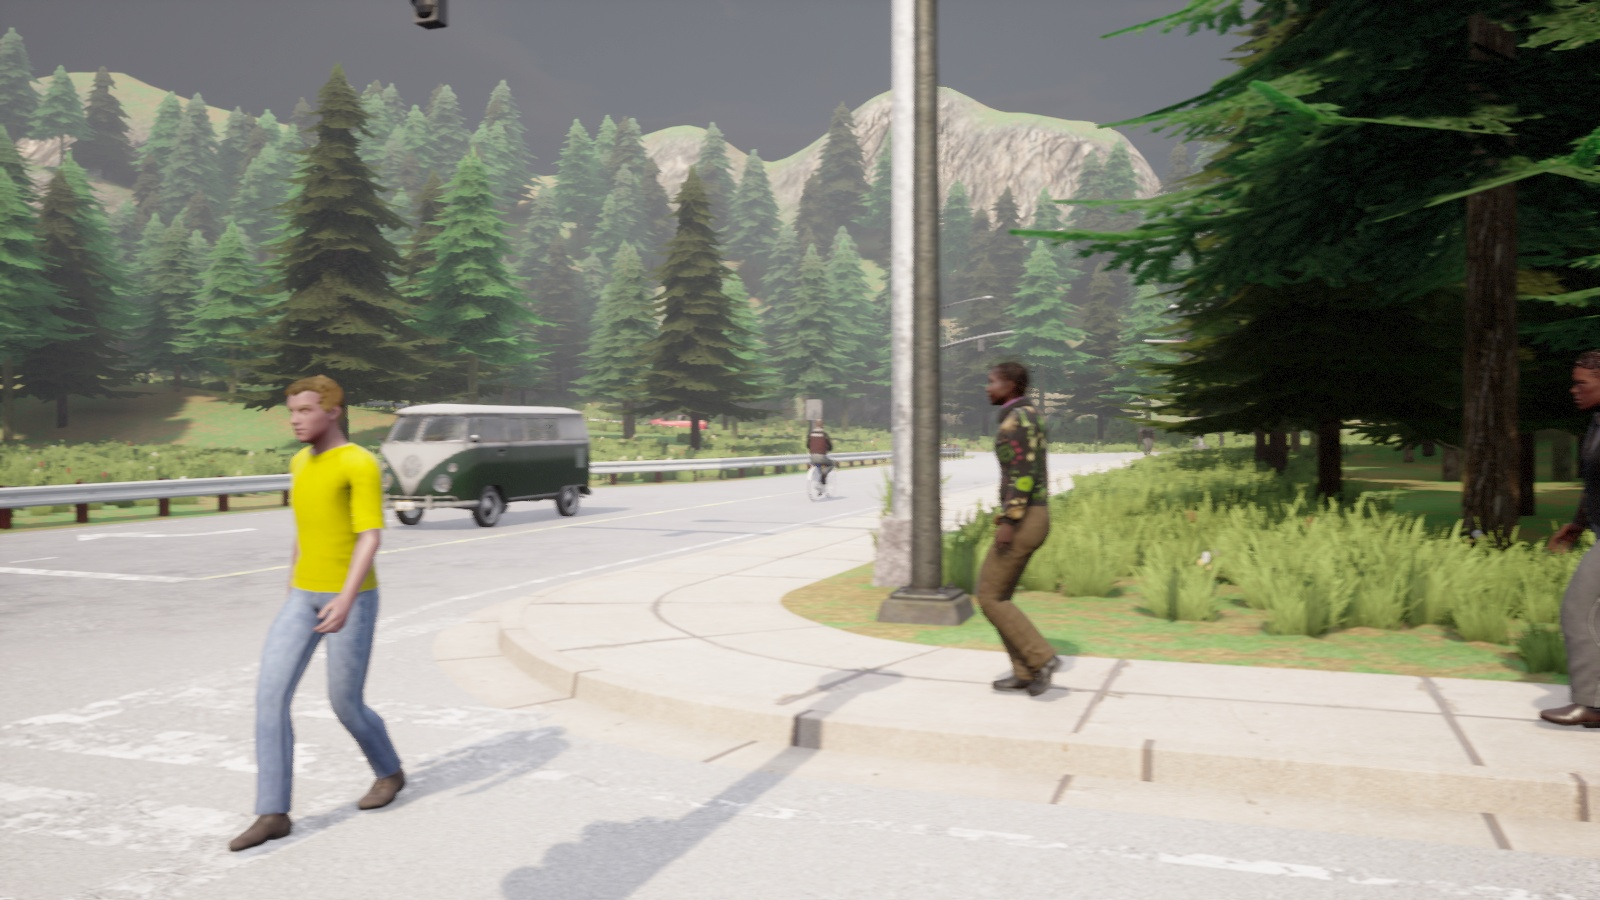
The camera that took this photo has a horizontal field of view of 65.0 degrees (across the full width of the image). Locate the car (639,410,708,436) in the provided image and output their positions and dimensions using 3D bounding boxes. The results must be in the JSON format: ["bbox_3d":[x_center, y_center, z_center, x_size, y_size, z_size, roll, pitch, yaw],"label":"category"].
[{"bbox_3d":[-9.021,-1.925,90.048,4.514,1.525,2.007,5,1,5],"label":"car"}]

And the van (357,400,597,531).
[{"bbox_3d":[-5.323,0.181,21.371,1.775,1.987,4.442,1,1,19],"label":"van"}]

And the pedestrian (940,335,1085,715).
[{"bbox_3d":[1.131,0.377,6.662,0.692,1.930,0.395,1,1,18],"label":"pedestrian"}]

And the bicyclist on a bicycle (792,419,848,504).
[{"bbox_3d":[0.443,0.227,27.223,0.659,1.776,1.843,1,1,19],"label":"bicyclist on a bicycle"}]

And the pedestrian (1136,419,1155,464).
[{"bbox_3d":[14.783,-0.362,53.756,0.563,1.883,0.849,0,1,1],"label":"pedestrian"}]

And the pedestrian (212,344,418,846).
[{"bbox_3d":[-1.898,0.525,4.971,0.354,1.836,0.706,1,1,25],"label":"pedestrian"}]

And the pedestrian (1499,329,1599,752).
[{"bbox_3d":[3.752,0.401,5.805,0.849,1.883,0.563,1,1,25],"label":"pedestrian"}]
